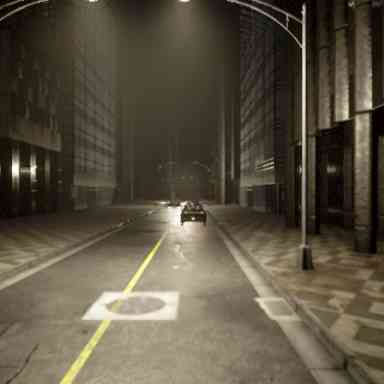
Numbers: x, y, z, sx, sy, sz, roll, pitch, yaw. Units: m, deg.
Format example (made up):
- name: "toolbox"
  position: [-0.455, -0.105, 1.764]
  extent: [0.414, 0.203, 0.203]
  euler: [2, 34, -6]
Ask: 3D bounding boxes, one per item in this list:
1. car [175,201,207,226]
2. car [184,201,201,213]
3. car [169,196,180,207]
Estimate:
- name: "car"
  position: [0.102, 1.654, 25.113]
  extent: [2.128, 1.511, 4.902]
  euler: [0, 0, 0]
- name: "car"
  position: [0.102, 1.827, 41.847]
  extent: [2.033, 1.411, 5.357]
  euler: [0, 0, 0]
- name: "car"
  position: [-2.997, 1.930, 59.334]
  extent: [1.837, 1.490, 4.892]
  euler: [0, -1, 0]
